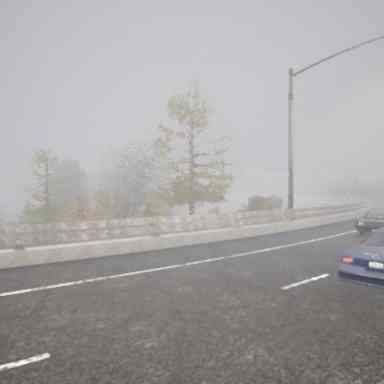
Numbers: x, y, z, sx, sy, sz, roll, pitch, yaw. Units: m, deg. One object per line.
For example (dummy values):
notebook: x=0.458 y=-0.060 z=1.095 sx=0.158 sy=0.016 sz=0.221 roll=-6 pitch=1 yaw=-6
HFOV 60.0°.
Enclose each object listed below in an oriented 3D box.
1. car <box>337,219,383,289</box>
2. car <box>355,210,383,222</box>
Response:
car: x=5.715 y=1.569 z=8.543 sx=5.357 sy=1.411 sz=2.033 roll=0 pitch=0 yaw=-41
car: x=10.595 y=1.645 z=18.086 sx=1.895 sy=1.301 sz=4.718 roll=0 pitch=0 yaw=44
